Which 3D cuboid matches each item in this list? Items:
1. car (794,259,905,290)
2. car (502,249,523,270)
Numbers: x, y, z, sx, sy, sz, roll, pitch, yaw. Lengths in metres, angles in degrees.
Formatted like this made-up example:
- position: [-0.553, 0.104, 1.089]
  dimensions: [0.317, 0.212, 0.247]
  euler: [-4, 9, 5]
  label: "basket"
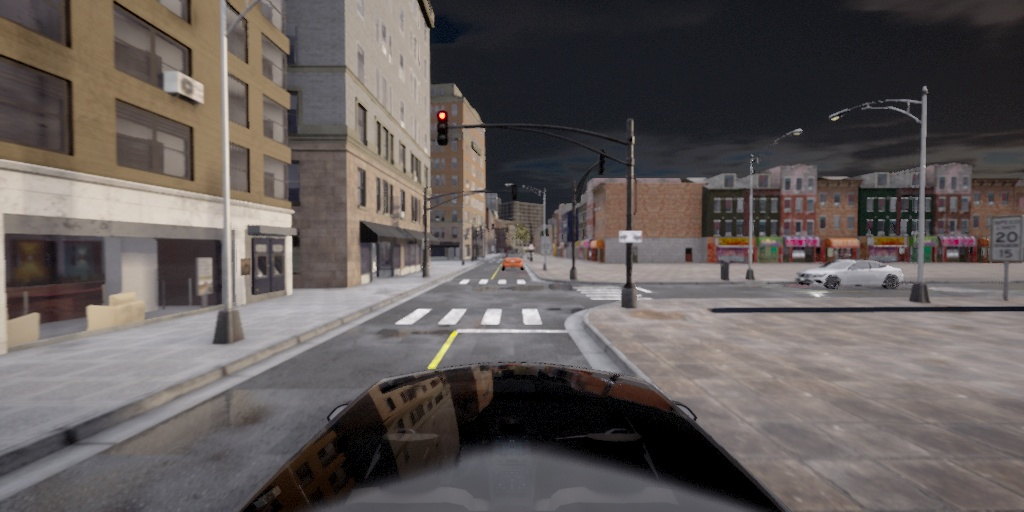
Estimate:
- position: [17.130, 0.892, 18.286]
  dimensions: [4.674, 1.442, 1.812]
  euler: [0, 1, 0]
  label: "car"
- position: [0.071, 0.460, 36.687]
  dimensions: [2.097, 1.767, 4.553]
  euler: [0, 1, 0]
  label: "car"
